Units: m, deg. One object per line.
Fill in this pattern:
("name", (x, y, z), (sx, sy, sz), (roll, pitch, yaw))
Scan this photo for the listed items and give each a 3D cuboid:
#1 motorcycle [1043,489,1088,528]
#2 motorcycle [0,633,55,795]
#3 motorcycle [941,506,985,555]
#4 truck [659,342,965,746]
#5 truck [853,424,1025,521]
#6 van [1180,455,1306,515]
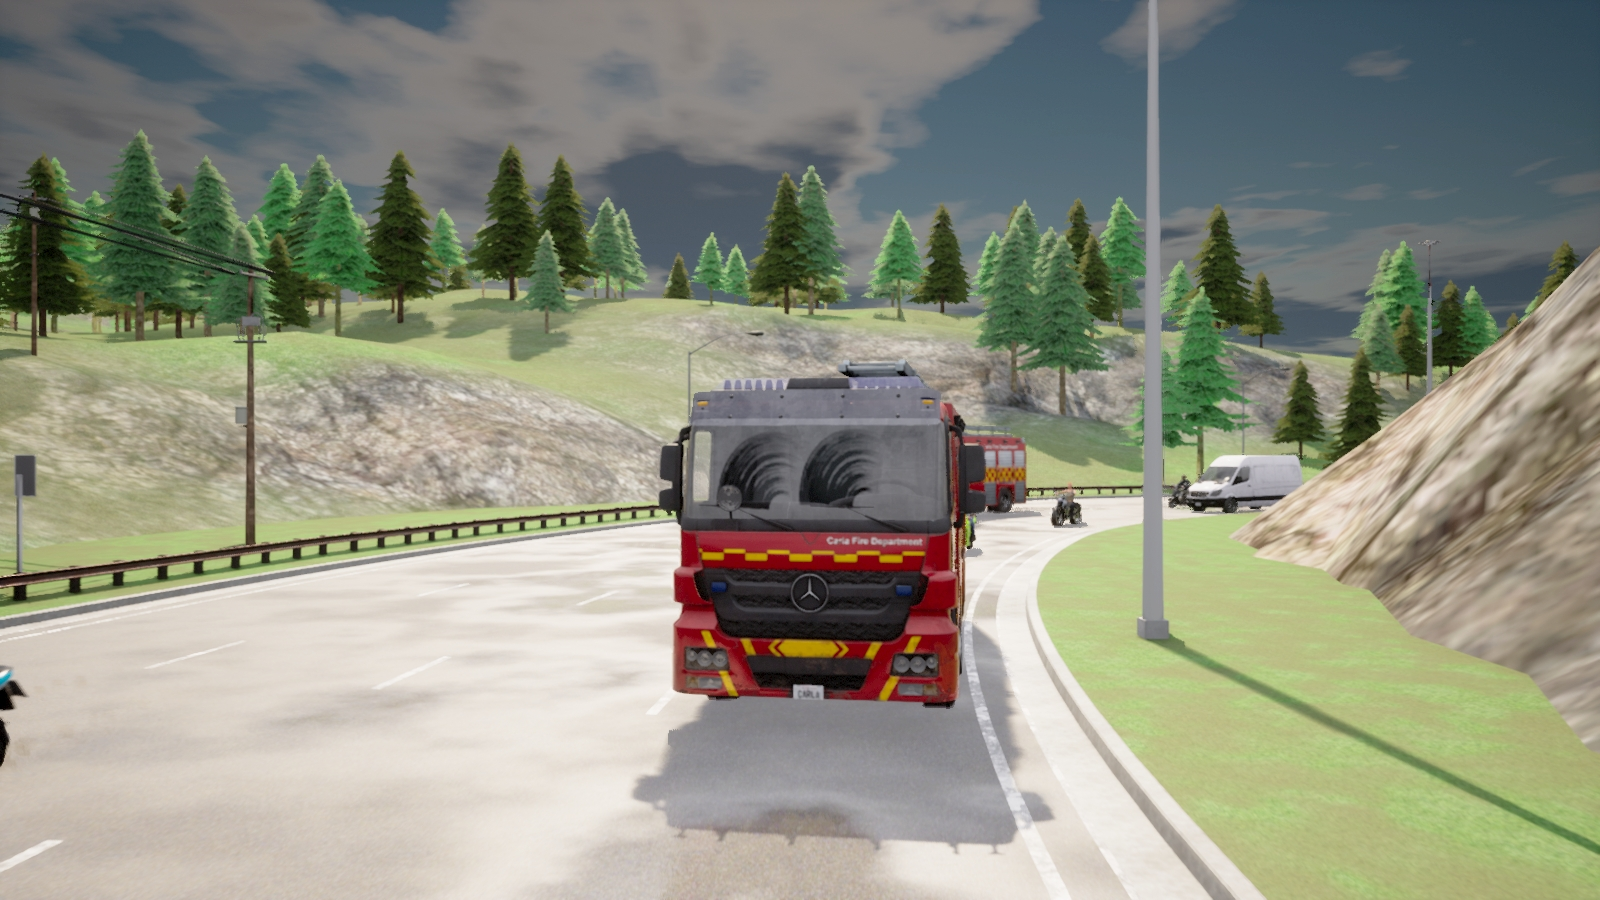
("motorcycle", (9.789, 2.143, 42.045), (0.764, 1.307, 2.356), (0, 0, 36))
("motorcycle", (-6.865, 2.183, 8.833), (0.803, 1.199, 2.033), (1, 0, 2))
("motorcycle", (4.481, 2.178, 31.274), (0.803, 1.199, 2.033), (0, -1, 20))
("truck", (0.692, 0.885, 15.233), (2.891, 3.827, 8.468), (0, 0, 9))
("truck", (6.157, 0.876, 49.235), (2.891, 3.827, 8.468), (0, 0, 43))
("van", (20.078, 1.520, 51.717), (5.915, 2.561, 1.988), (0, 0, -29))
